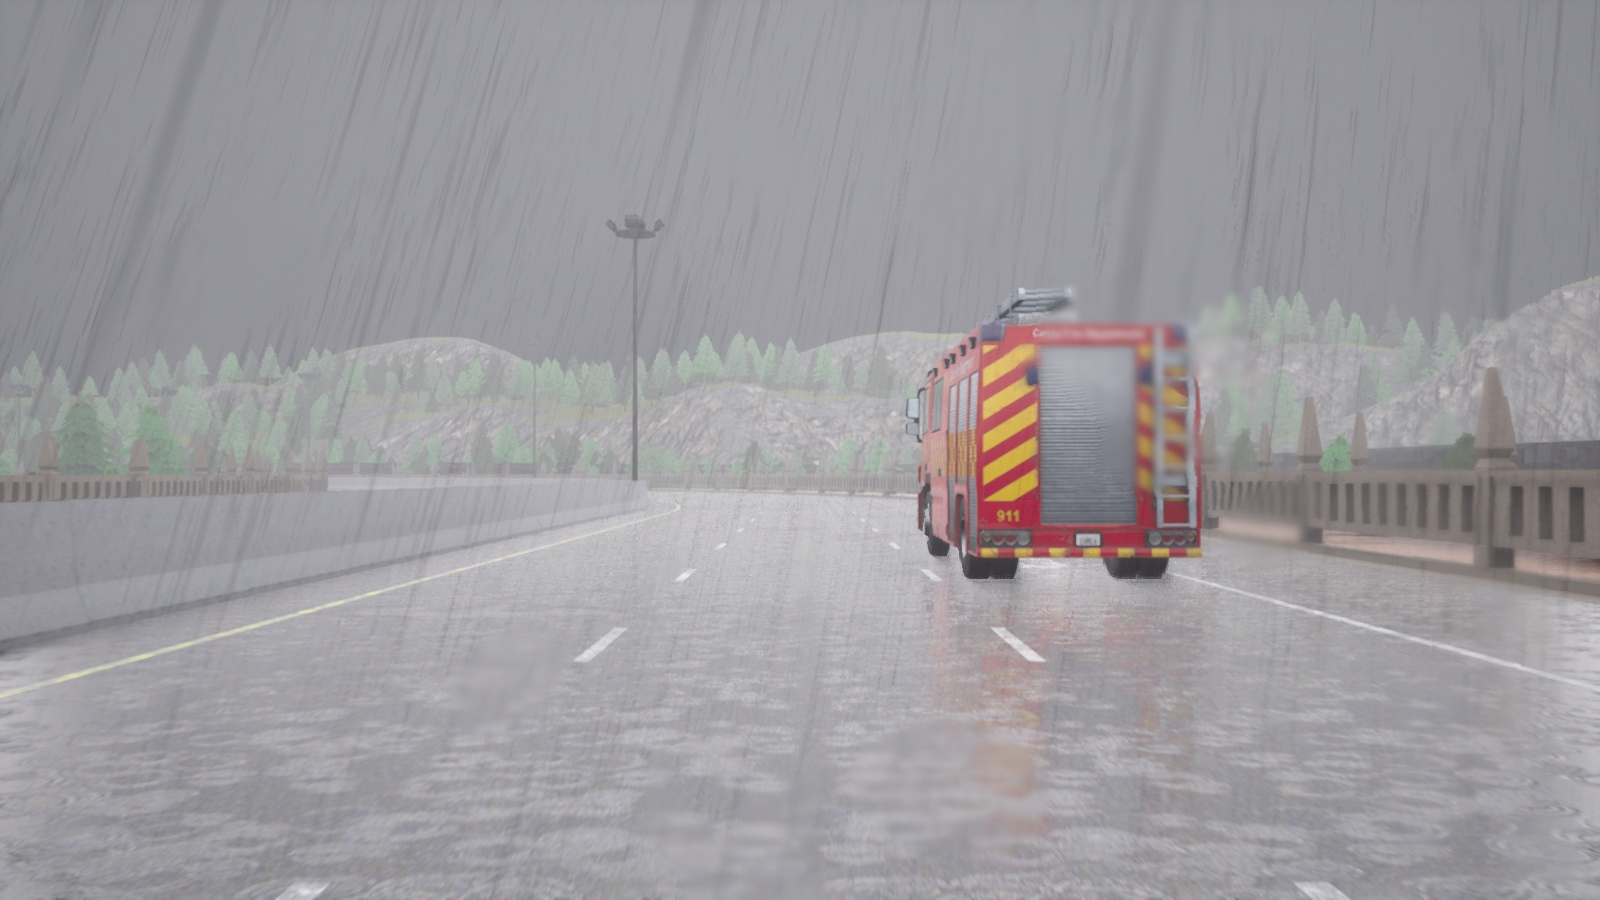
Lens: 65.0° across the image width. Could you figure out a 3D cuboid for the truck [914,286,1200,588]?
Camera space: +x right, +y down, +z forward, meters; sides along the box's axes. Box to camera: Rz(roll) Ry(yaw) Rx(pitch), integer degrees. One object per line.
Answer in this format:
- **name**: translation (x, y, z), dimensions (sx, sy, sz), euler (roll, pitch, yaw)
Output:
- **truck**: translation (3.632, -0.087, 20.138), dimensions (2.891, 3.827, 8.468), euler (0, -1, 0)
